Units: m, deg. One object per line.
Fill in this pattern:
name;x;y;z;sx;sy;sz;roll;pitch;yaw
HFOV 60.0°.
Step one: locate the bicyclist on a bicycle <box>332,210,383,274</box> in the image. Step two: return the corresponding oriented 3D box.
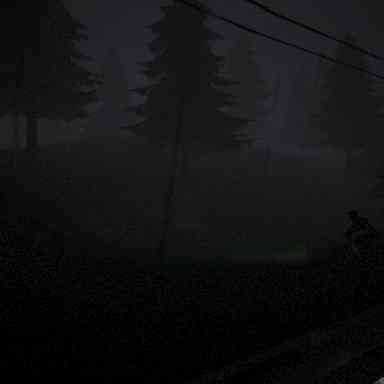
bicyclist on a bicycle;4.529;1.322;8.991;0.582;1.620;1.656;0;-2;-35
